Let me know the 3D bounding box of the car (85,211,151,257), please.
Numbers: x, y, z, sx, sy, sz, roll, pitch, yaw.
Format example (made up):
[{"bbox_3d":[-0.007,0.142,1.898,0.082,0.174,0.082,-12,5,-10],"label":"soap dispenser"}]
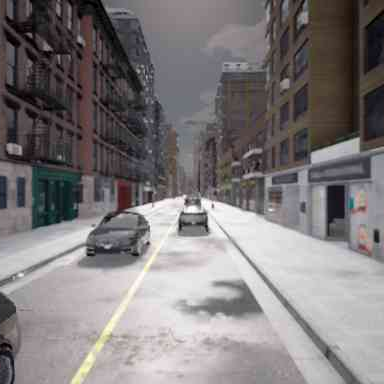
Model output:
[{"bbox_3d":[-2.768,1.574,13.340,1.837,1.490,4.892,0,0,0],"label":"car"}]

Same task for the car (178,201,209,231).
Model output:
[{"bbox_3d":[0.095,1.602,21.579,2.128,1.511,4.902,0,0,0],"label":"car"}]

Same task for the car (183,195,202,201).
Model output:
[{"bbox_3d":[0.095,1.427,42.346,2.150,2.045,5.566,0,-1,0],"label":"car"}]

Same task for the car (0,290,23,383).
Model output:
[{"bbox_3d":[-2.844,1.537,2.050,1.812,1.442,4.674,0,0,0],"label":"car"}]
